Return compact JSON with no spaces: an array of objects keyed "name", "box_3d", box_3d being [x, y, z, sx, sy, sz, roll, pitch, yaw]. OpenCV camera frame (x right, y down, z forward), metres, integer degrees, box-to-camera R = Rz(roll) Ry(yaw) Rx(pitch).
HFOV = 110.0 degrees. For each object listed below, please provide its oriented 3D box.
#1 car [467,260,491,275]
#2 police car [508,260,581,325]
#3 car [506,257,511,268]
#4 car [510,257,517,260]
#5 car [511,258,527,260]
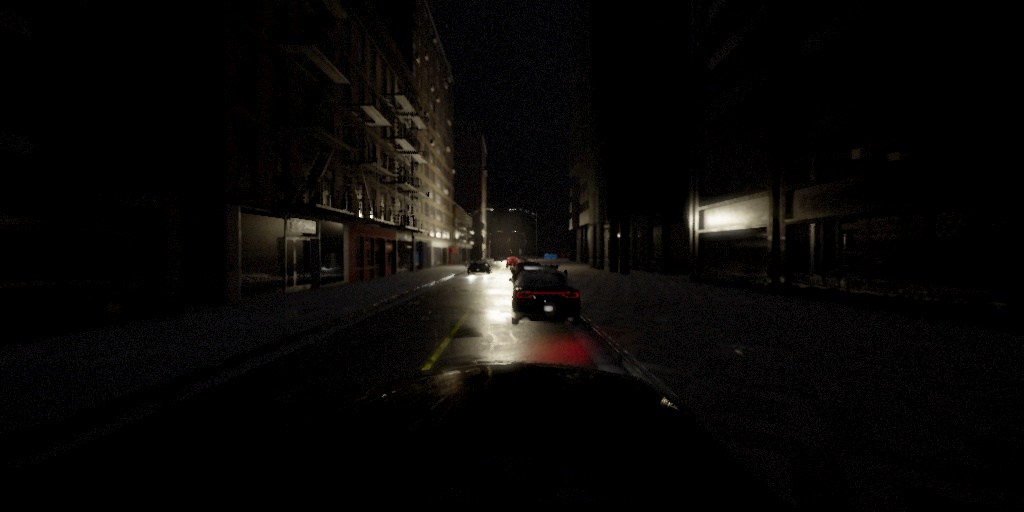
[{"name":"car","box_3d":[-3.020,1.030,33.779,1.994,1.385,4.181,0,0,0]},{"name":"police car","box_3d":[0.922,1.086,11.562,1.930,1.638,5.238,0,1,0]},{"name":"car","box_3d":[0.137,0.871,48.952,1.812,1.442,4.674,0,0,1]},{"name":"car","box_3d":[0.960,0.974,27.642,1.801,1.575,5.366,0,0,0]},{"name":"car","box_3d":[0.946,1.077,21.452,1.837,1.490,4.892,0,1,0]}]
